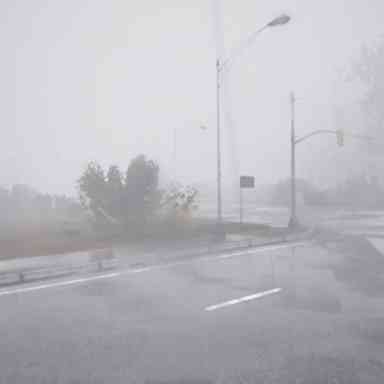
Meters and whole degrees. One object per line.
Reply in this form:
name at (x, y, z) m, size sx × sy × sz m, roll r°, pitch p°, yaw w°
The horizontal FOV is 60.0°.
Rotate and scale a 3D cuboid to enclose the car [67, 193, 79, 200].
car at (-29.651, 1.213, 81.428) m, size 1.994 × 1.385 × 4.181 m, roll -1°, pitch 1°, yaw -37°
